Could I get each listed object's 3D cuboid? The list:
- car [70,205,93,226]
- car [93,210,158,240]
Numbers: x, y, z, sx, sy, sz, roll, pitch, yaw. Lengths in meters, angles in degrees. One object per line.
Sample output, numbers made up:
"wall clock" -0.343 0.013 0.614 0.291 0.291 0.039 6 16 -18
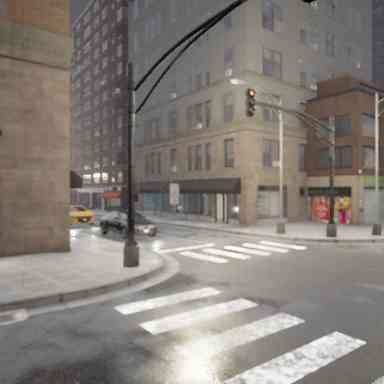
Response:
"car" -9.401 1.808 26.557 1.882 1.535 5.008 0 0 -37
"car" -3.743 1.770 19.010 1.812 1.442 4.674 0 0 -37
